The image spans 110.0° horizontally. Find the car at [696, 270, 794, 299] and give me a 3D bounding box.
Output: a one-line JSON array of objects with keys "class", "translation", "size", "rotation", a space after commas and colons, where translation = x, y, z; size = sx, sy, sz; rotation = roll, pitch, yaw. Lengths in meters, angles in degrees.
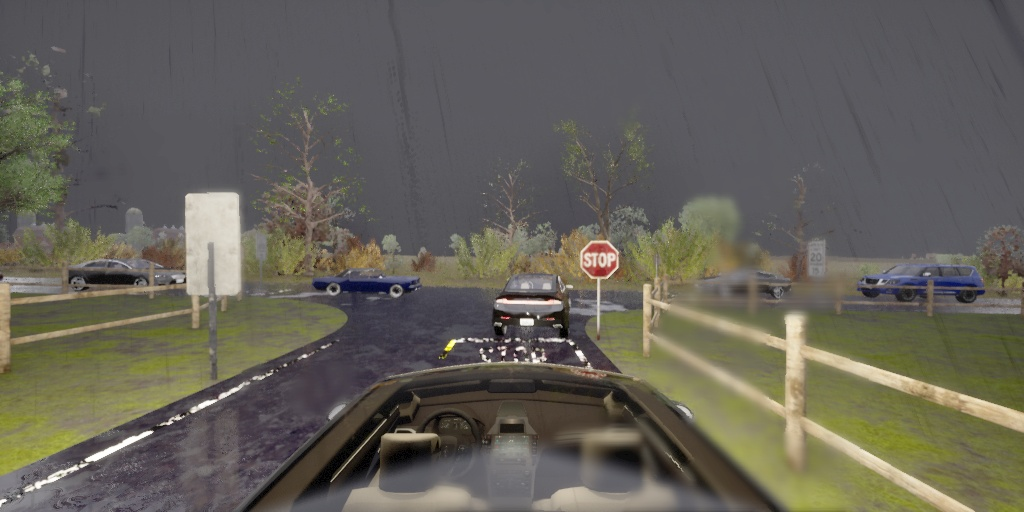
[{"class": "car", "translation": [13.014, 1.520, 20.208], "size": [4.902, 1.511, 2.128], "rotation": [1, 1, 0]}]

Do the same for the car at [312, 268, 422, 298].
[{"class": "car", "translation": [-6.813, 1.244, 17.293], "size": [4.718, 1.301, 1.895], "rotation": [1, 1, 0]}]

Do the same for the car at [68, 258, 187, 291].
[{"class": "car", "translation": [-18.481, 0.880, 17.317], "size": [4.902, 1.511, 2.128], "rotation": [1, 1, 0]}]

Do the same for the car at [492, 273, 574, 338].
[{"class": "car", "translation": [0.711, 1.237, 10.257], "size": [2.128, 1.511, 4.902], "rotation": [0, 0, 9]}]

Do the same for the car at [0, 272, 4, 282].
[{"class": "car", "translation": [-27.785, 0.712, 17.330], "size": [4.674, 1.442, 1.812], "rotation": [1, 1, 0]}]

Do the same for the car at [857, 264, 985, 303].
[{"class": "car", "translation": [22.910, 1.461, 20.191], "size": [5.566, 2.045, 2.150], "rotation": [1, 1, 0]}]
